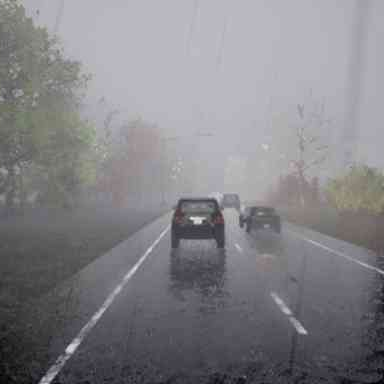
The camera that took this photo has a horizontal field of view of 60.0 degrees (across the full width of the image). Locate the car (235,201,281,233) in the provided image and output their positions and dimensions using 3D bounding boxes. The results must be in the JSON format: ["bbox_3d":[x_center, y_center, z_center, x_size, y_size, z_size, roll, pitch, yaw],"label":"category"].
[{"bbox_3d":[3.863,1.499,19.430,1.837,1.490,4.892,0,0,1],"label":"car"}]

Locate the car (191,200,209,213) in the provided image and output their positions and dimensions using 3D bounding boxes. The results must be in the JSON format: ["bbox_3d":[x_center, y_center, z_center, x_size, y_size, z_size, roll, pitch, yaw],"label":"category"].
[{"bbox_3d":[0.964,1.588,37.738,1.895,1.301,4.718,0,0,2],"label":"car"}]

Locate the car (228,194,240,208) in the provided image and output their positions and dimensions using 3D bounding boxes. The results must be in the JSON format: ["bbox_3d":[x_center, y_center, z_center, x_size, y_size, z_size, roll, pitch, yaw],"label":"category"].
[{"bbox_3d":[4.579,1.208,40.259,2.150,2.045,5.566,0,0,3],"label":"car"}]

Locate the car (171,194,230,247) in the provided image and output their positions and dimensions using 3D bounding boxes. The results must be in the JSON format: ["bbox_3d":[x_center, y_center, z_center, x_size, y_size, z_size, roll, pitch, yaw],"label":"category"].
[{"bbox_3d":[0.267,1.216,15.088,2.150,2.045,5.566,0,0,1],"label":"car"}]
